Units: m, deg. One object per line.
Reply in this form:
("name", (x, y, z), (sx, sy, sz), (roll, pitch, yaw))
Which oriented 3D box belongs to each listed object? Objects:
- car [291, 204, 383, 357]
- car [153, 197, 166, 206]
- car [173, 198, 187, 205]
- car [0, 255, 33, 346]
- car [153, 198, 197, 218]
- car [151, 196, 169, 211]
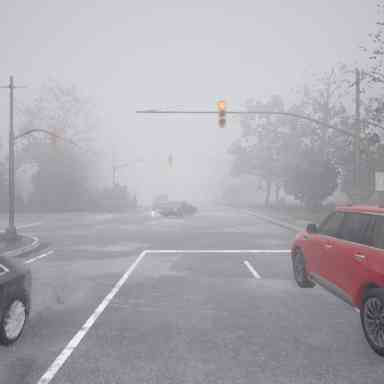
("car", (3.590, 1.221, 6.131), (2.150, 2.045, 5.566), (0, 0, 0))
("car", (-6.257, 1.773, 62.766), (2.097, 1.767, 4.553), (0, -1, -10))
("car", (-2.909, 2.212, 78.567), (1.882, 1.535, 5.008), (0, -1, -19))
("car", (-3.536, 1.505, 3.554), (1.837, 1.490, 4.892), (0, 0, 1))
("car", (-1.161, 1.548, 30.274), (2.033, 1.411, 5.357), (0, 0, 20))
("car", (-4.075, 1.572, 42.521), (1.837, 1.490, 4.892), (0, -1, -3))
